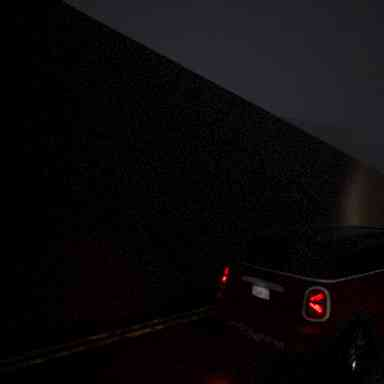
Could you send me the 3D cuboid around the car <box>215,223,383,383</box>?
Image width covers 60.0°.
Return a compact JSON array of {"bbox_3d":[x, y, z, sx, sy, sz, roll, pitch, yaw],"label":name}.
[{"bbox_3d":[2.639,1.334,5.629,4.553,1.767,2.097,0,0,-35],"label":"car"}]
